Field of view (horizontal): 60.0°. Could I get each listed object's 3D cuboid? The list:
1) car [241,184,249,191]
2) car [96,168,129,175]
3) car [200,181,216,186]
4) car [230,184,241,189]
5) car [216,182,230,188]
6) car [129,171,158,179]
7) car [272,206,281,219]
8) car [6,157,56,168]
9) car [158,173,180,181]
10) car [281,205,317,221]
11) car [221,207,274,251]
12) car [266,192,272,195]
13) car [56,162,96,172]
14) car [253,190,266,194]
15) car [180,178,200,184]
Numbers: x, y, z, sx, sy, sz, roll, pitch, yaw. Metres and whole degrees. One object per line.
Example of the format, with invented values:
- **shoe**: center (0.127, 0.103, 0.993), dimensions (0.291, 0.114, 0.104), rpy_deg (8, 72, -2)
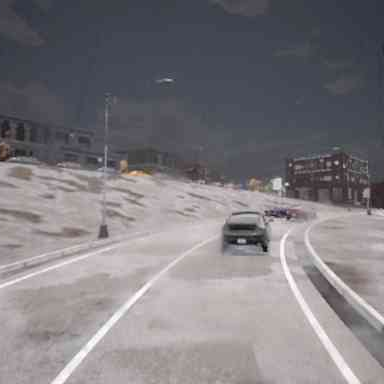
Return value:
- **car**: center (11.491, -0.735, 78.478), dimensions (2.435, 2.045, 5.566), rpy_deg (-2, -5, 33)
- **car**: center (-11.853, -2.692, 47.354), dimensions (2.002, 1.452, 4.674), rpy_deg (-3, -5, 42)
- **car**: center (2.078, -1.467, 64.742), dimensions (2.002, 1.452, 4.674), rpy_deg (-2, -5, 37)
- **car**: center (8.412, -0.978, 73.793), dimensions (2.185, 1.767, 4.553), rpy_deg (-2, -5, 34)
- **car**: center (5.234, -1.196, 69.141), dimensions (2.231, 1.521, 4.892), rpy_deg (-2, -5, 36)
- **car**: center (-8.250, -2.434, 51.565), dimensions (2.097, 1.535, 5.008), rpy_deg (-3, -5, 40)
- **car**: center (9.377, 2.194, 36.498), dimensions (1.895, 1.301, 4.718), rpy_deg (-3, -3, 38)
- **car**: center (-19.298, -3.284, 39.185), dimensions (2.231, 1.521, 4.892), rpy_deg (-3, -5, 43)
- **car**: center (-4.752, -2.258, 55.838), dimensions (2.185, 1.767, 4.553), rpy_deg (-3, -5, 39)
- **car**: center (10.347, 1.919, 31.421), dimensions (1.812, 1.442, 4.674), rpy_deg (-2, -2, 34)
- **car**: center (2.485, 1.603, 14.683), dimensions (1.837, 1.490, 4.892), rpy_deg (-1, -1, 15)
- **car**: center (19.962, 0.801, 92.660), dimensions (2.002, 1.452, 4.674), rpy_deg (-2, -5, 29)
- **car**: center (-15.546, -3.020, 43.226), dimensions (2.231, 1.521, 4.892), rpy_deg (-3, -5, 43)
- **car**: center (17.221, 0.360, 87.862), dimensions (2.002, 1.452, 4.674), rpy_deg (-2, -5, 31)
- **car**: center (-1.231, -1.787, 60.335), dimensions (2.163, 1.488, 4.792), rpy_deg (-3, -5, 38)
